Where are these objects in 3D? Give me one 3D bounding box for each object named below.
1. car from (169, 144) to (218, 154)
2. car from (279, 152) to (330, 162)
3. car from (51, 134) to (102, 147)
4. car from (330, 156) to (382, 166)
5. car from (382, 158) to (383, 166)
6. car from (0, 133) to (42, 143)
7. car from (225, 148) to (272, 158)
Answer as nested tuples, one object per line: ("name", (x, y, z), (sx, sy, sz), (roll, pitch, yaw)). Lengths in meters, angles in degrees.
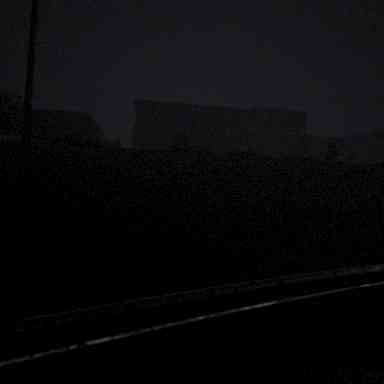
("car", (0.135, -3.865, 32.512), (4.892, 1.521, 2.231), (3, -2, -7))
("car", (11.093, -3.247, 33.939), (4.674, 1.452, 2.002), (3, -2, -8))
("car", (-10.711, -4.518, 31.222), (4.553, 1.767, 2.185), (3, -2, -7))
("car", (16.564, -2.979, 34.825), (5.008, 1.535, 2.097), (3, -2, -9))
("car", (21.995, -2.795, 35.826), (4.553, 1.767, 2.185), (3, -2, -10))
("car", (-16.167, -4.615, 30.567), (4.674, 1.452, 2.002), (3, -2, -7))
("car", (5.608, -3.587, 33.173), (4.892, 1.521, 2.231), (3, -2, -7))
